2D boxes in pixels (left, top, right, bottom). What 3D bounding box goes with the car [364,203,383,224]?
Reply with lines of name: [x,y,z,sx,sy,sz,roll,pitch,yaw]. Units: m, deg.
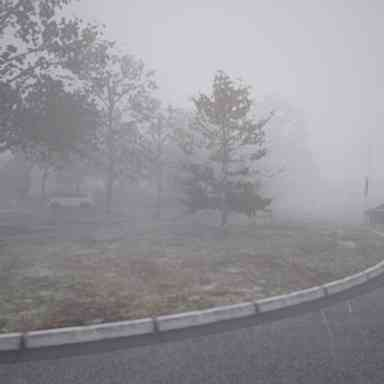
car: [12.230,1.334,19.964,1.882,1.535,5.008,0,0,2]

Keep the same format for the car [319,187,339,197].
car: [21.738,-0.130,52.634,2.033,1.411,5.357,0,6,37]

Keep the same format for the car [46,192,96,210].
car: [-14.319,1.065,39.405,5.566,2.045,2.150,0,0,-21]
